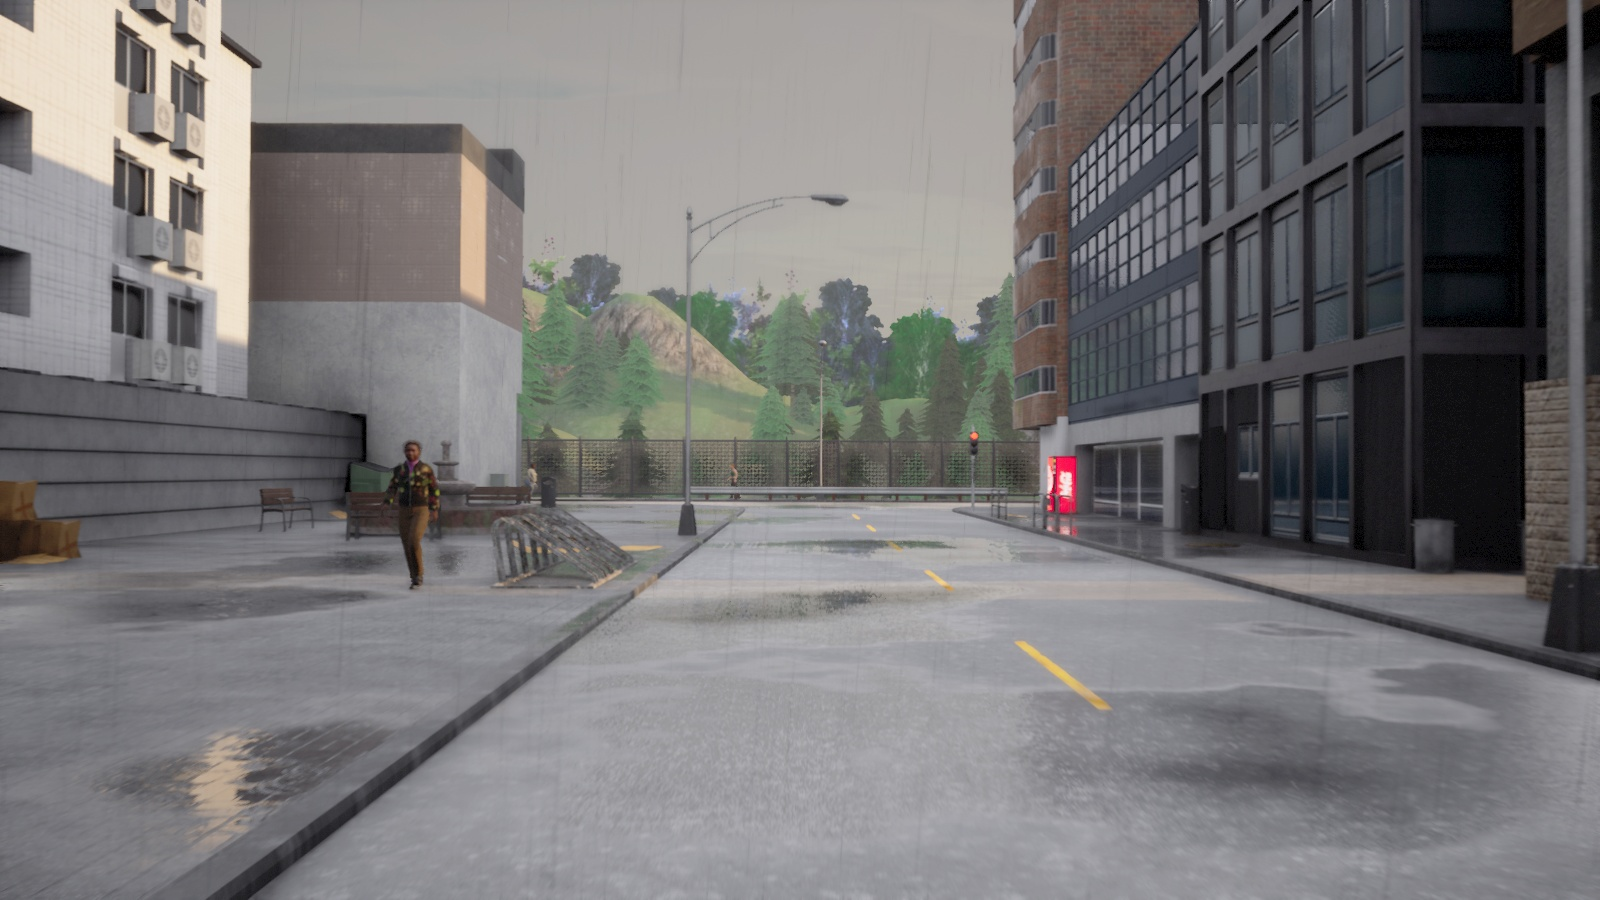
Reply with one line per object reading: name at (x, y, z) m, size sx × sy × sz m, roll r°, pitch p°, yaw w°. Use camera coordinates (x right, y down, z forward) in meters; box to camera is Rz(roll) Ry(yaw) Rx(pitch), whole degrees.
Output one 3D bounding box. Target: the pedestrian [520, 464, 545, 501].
pedestrian at (-13.624, 1.649, 63.961) m, size 0.900 × 1.855 × 0.874 m, roll -1°, pitch -1°, yaw 22°
